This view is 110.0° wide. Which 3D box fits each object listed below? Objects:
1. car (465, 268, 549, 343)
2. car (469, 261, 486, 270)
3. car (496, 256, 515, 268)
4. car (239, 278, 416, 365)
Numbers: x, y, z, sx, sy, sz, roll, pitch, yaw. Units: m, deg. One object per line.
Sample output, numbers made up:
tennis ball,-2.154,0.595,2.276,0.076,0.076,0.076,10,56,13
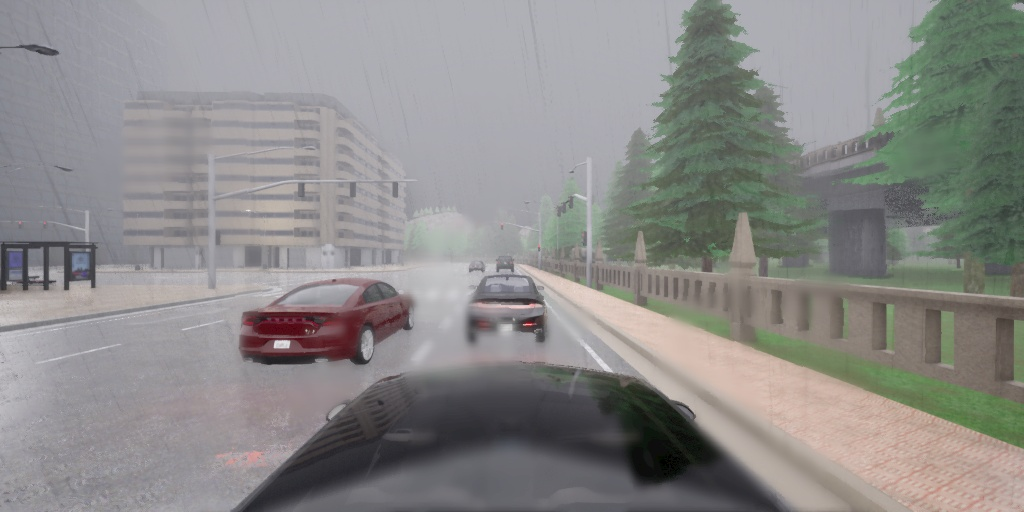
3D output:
car,-0.128,1.242,9.631,2.128,1.511,4.902,0,0,-1
car,-4.370,1.298,45.018,2.033,1.411,5.357,0,0,-1
car,-0.867,0.972,45.320,2.150,2.045,5.566,0,0,-1
car,-3.596,1.228,8.069,1.882,1.535,5.008,0,0,0
